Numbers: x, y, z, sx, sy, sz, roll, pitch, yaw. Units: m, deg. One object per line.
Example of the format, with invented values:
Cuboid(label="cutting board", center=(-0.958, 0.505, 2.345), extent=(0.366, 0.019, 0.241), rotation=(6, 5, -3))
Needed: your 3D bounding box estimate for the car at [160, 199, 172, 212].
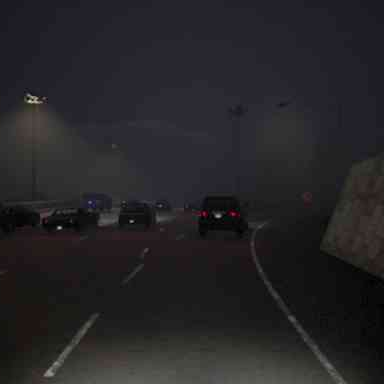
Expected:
Cuboid(label="car", center=(-3.397, 1.479, 38.088), extent=(1.994, 1.385, 4.181), rotation=(0, 0, 0))

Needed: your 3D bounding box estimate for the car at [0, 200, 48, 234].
Cuboid(label="car", center=(-10.398, 1.450, 18.893), extent=(2.128, 1.511, 4.902), rotation=(0, 0, 0))

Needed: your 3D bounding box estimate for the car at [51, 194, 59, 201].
Cuboid(label="car", center=(-27.995, 1.392, 66.429), extent=(2.033, 1.411, 5.357), rotation=(0, 0, 0))

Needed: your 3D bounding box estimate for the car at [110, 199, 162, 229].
Cuboid(label="car", center=(-3.398, 1.445, 21.234), extent=(2.128, 1.511, 4.902), rotation=(0, 0, 0))

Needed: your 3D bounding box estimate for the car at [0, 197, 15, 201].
Cuboid(label="car", center=(-28.044, 1.487, 51.165), extent=(1.895, 1.301, 4.718), rotation=(0, 0, 1))

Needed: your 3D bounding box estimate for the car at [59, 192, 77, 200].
Cuboid(label="car", center=(-24.495, 1.351, 67.028), extent=(1.837, 1.490, 4.892), rotation=(0, 0, 0))

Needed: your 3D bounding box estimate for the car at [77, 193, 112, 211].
Cuboid(label="car", center=(-10.397, 1.141, 36.595), extent=(2.150, 2.045, 5.566), rotation=(0, 0, 0))

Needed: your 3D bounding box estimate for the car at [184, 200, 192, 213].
Cuboid(label="car", center=(0.103, 1.521, 35.664), extent=(1.895, 1.301, 4.718), rotation=(0, 0, 0))

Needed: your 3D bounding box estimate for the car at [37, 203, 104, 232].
Cuboid(label="car", center=(-6.898, 1.557, 19.523), extent=(1.895, 1.301, 4.718), rotation=(0, 0, 0))

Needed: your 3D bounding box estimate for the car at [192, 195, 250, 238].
Cuboid(label="car", center=(1.825, 1.183, 17.853), extent=(2.150, 2.045, 5.566), rotation=(0, 0, 13))

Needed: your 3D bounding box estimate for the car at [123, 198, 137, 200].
Cuboid(label="car", center=(-6.896, 1.409, 37.635), extent=(2.128, 1.511, 4.902), rotation=(0, 0, 0))

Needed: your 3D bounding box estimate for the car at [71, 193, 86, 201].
Cuboid(label="car", center=(-27.994, 1.172, 82.292), extent=(2.097, 1.767, 4.553), rotation=(0, 0, 0))

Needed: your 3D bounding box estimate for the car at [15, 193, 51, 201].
Cuboid(label="car", center=(-24.545, 1.105, 51.647), extent=(2.150, 2.045, 5.566), rotation=(0, 0, 1))

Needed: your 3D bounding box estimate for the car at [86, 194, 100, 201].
Cuboid(label="car", center=(-24.494, 1.294, 82.475), extent=(1.882, 1.535, 5.008), rotation=(0, 0, 0))
